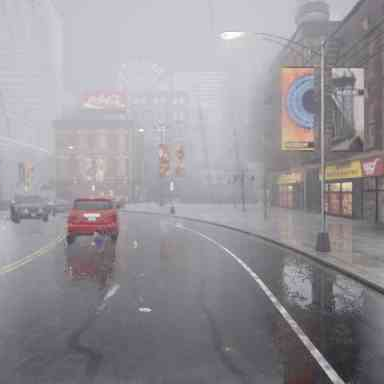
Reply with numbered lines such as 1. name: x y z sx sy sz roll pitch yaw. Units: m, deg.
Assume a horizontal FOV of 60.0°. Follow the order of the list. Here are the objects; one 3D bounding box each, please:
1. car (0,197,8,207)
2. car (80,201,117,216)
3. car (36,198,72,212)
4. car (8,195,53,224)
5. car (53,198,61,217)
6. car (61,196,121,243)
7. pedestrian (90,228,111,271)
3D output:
1. car: -29.557 1.520 51.002 4.674 1.452 2.002 0 0 19
2. car: -9.394 1.601 33.122 1.895 1.301 4.718 0 0 -38
3. car: -16.732 1.505 40.340 4.892 1.490 1.837 0 0 38
4. car: -12.295 1.221 25.092 2.150 2.045 5.566 0 0 -32
5. car: -12.974 1.490 31.984 2.128 1.511 4.902 0 0 -40
6. car: -4.742 1.221 16.321 2.150 2.045 5.566 0 0 -13
7. pedestrian: -2.590 1.574 9.436 0.375 1.300 0.375 0 0 -3
